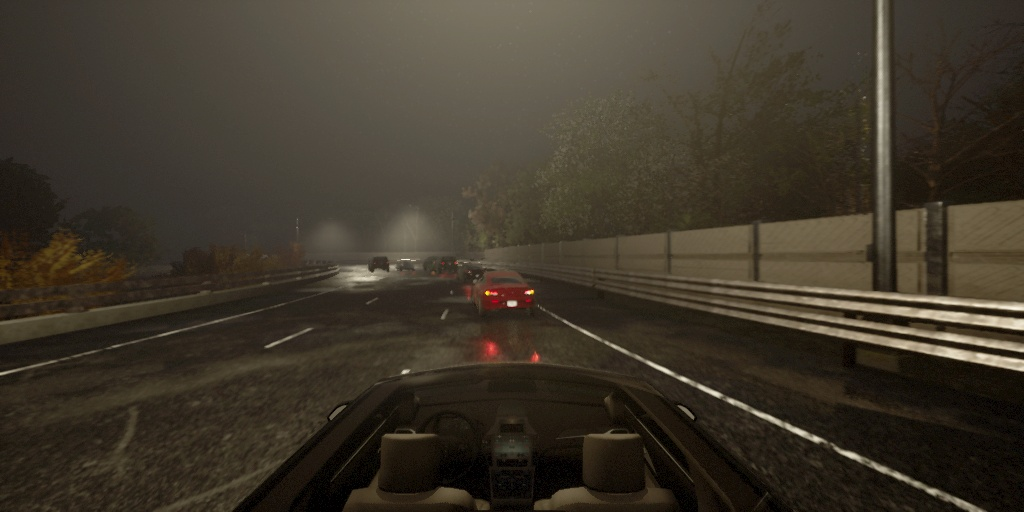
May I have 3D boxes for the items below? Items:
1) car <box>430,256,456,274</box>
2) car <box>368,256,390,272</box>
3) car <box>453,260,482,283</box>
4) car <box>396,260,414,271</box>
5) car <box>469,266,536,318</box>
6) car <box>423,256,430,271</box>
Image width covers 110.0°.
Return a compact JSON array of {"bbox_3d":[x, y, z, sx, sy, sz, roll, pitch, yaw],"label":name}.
[{"bbox_3d":[-7.955,0.985,42.740,2.150,2.045,5.566,0,0,-21],"label":"car"},{"bbox_3d":[-17.352,1.039,46.787,2.150,2.045,5.566,0,0,-27],"label":"car"},{"bbox_3d":[-3.164,1.274,28.061,1.812,1.442,4.674,0,0,-17],"label":"car"},{"bbox_3d":[-14.673,1.323,49.262,1.812,1.442,4.674,0,0,-27],"label":"car"},{"bbox_3d":[-0.397,1.269,13.036,1.812,1.442,4.674,0,0,-10],"label":"car"},{"bbox_3d":[-10.534,0.997,48.887,2.150,2.045,5.566,0,0,-27],"label":"car"}]
